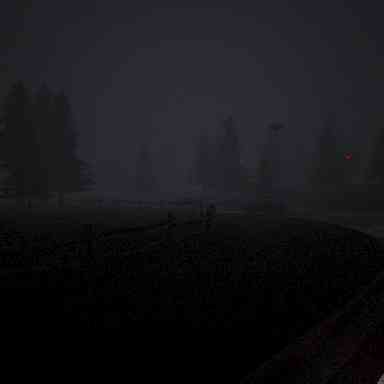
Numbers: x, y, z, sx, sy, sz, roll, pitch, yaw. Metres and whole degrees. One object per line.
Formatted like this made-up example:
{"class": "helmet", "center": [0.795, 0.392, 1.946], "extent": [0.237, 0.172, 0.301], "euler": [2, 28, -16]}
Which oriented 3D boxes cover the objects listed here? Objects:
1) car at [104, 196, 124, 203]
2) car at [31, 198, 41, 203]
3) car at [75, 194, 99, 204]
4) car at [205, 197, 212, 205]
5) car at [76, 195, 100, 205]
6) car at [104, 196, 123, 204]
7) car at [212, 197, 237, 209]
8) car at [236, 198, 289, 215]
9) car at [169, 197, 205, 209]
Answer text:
{"class": "car", "center": [-16.032, 1.565, 68.264], "extent": [4.181, 1.385, 1.994], "euler": [0, 0, 41]}
{"class": "car", "center": [-31.224, 1.524, 67.413], "extent": [4.674, 1.442, 1.812], "euler": [0, 0, 41]}
{"class": "car", "center": [-19.690, 1.351, 62.170], "extent": [4.553, 1.767, 2.097], "euler": [0, 0, 41]}
{"class": "car", "center": [1.608, 1.477, 52.974], "extent": [5.008, 1.535, 1.882], "euler": [0, 0, 41]}
{"class": "car", "center": [-17.462, 1.354, 55.608], "extent": [4.553, 1.767, 2.097], "euler": [0, 0, 41]}
{"class": "car", "center": [-14.841, 1.563, 62.599], "extent": [4.181, 1.385, 1.994], "euler": [0, 0, 41]}
{"class": "car", "center": [5.636, 1.477, 44.851], "extent": [5.008, 1.535, 1.882], "euler": [0, 0, 41]}
{"class": "car", "center": [7.441, 1.491, 34.023], "extent": [4.902, 1.511, 2.128], "euler": [0, 0, 41]}
{"class": "car", "center": [-1.046, 1.505, 46.010], "extent": [4.892, 1.490, 1.837], "euler": [0, 0, 41]}
